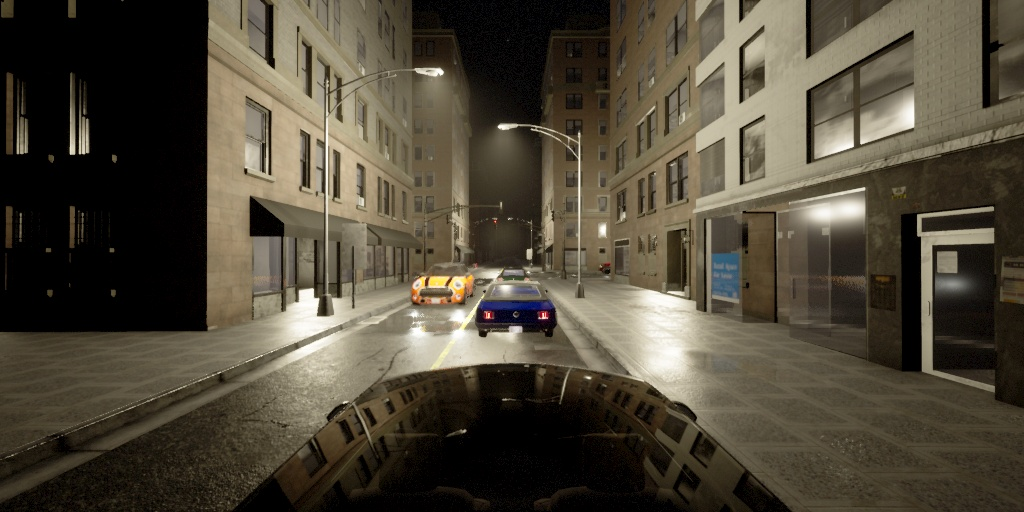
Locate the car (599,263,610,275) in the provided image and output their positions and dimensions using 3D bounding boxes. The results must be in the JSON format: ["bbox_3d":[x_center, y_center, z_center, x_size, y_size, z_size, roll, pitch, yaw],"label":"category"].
[{"bbox_3d":[12.060,1.254,37.495,5.008,1.535,1.882,0,0,0],"label":"car"}]

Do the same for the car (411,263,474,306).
[{"bbox_3d":[-2.865,1.106,15.693,2.097,1.767,4.553,0,0,0],"label":"car"}]

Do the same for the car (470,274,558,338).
[{"bbox_3d":[0.096,1.352,10.226,1.895,1.301,4.718,0,0,0],"label":"car"}]

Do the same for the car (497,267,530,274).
[{"bbox_3d":[0.086,1.321,20.115,1.994,1.385,4.181,0,0,0],"label":"car"}]
